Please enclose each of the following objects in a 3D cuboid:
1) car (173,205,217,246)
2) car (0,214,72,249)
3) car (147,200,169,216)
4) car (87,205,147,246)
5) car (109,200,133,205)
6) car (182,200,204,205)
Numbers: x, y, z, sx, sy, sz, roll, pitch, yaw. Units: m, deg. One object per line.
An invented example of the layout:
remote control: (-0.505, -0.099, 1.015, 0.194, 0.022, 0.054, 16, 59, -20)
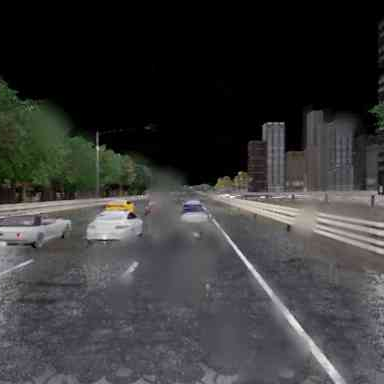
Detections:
car: (0.114, 1.528, 15.233, 1.812, 1.442, 4.674, 0, 0, 0)
car: (-6.901, 1.602, 14.415, 1.895, 1.301, 4.718, 0, 0, 0)
car: (-3.401, 1.530, 31.974, 1.812, 1.442, 4.674, 0, 0, 0)
car: (-3.402, 1.527, 15.264, 1.812, 1.442, 4.674, 0, 0, 0)
car: (-6.902, 1.482, 32.352, 1.882, 1.535, 5.008, 0, 0, 0)
car: (0.101, 1.482, 32.380, 1.882, 1.535, 5.008, 0, 0, 0)
